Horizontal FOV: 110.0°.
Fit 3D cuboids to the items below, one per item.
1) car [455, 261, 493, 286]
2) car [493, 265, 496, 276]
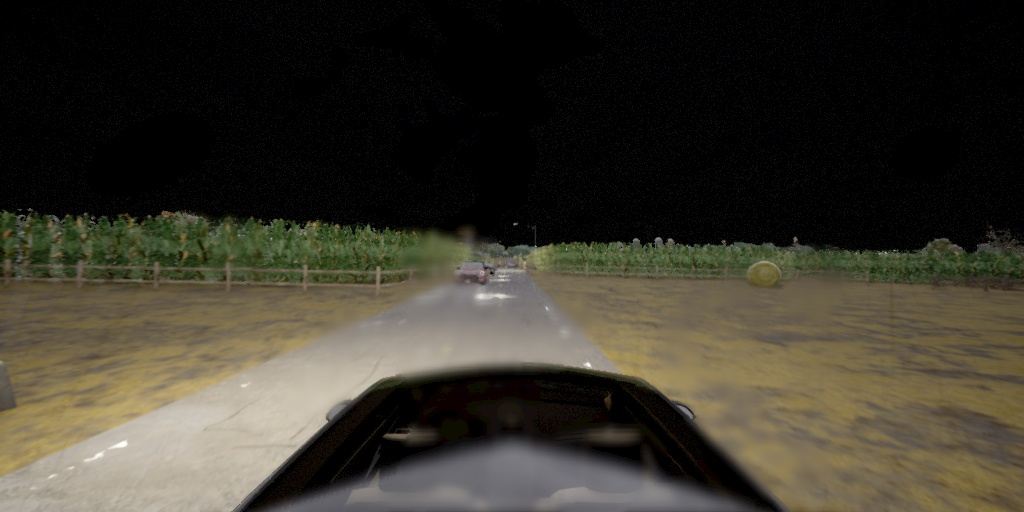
[{"bbox_3d":[-2.788,1.158,26.000,2.097,1.767,4.553,0,0,0],"label":"car"},{"bbox_3d":[-2.791,1.496,40.210,2.033,1.411,5.357,0,0,0],"label":"car"}]
